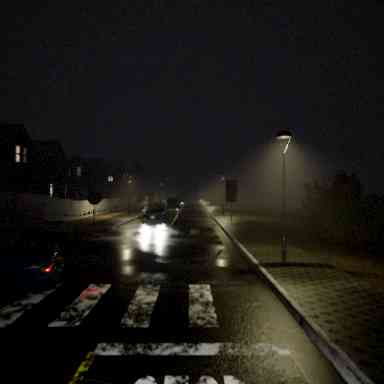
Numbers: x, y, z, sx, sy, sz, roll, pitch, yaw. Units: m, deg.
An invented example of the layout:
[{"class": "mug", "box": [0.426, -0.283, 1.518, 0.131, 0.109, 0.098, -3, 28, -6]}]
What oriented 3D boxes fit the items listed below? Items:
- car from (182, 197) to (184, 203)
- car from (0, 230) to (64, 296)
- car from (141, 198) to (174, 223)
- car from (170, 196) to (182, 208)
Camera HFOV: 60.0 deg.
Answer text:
[{"class": "car", "box": [-2.892, 1.570, 73.179, 1.882, 1.535, 5.008, 0, 0, 0]}, {"class": "car", "box": [-5.591, 1.387, 7.088, 5.357, 1.411, 2.033, 5, 5, -17]}, {"class": "car", "box": [-2.799, 1.511, 26.019, 2.128, 1.511, 4.902, 0, 0, 0]}, {"class": "car", "box": [-2.843, 1.531, 49.006, 1.882, 1.535, 5.008, 0, 0, 0]}]
